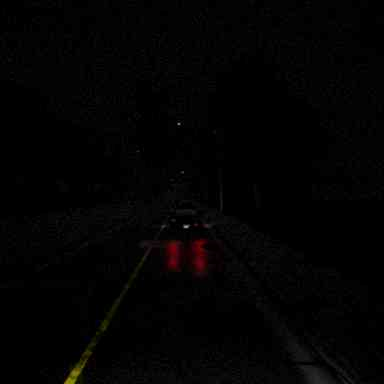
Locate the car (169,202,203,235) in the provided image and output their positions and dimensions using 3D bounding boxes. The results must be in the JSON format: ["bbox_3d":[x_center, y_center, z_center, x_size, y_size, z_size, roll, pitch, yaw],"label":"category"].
[{"bbox_3d":[-0.355,1.539,18.918,1.812,1.442,4.674,0,0,-1],"label":"car"}]

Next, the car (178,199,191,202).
[{"bbox_3d":[-0.839,1.535,37.925,1.882,1.535,5.008,0,0,-1],"label":"car"}]
